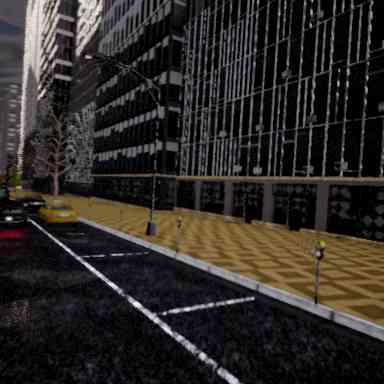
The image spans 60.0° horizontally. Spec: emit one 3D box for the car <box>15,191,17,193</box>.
[{"bbox_3d":[-29.074,0.231,53.391,1.752,1.417,4.829,2,1,-32],"label":"car"}]

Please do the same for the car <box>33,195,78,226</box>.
[{"bbox_3d":[-8.142,1.171,20.056,1.752,1.417,4.829,2,1,-32],"label":"car"}]

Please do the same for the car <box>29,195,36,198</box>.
[{"bbox_3d":[-14.033,0.945,29.436,1.947,1.339,4.313,2,1,-32],"label":"car"}]

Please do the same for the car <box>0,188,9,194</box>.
[{"bbox_3d":[-40.948,-0.236,72.297,1.802,1.307,4.206,2,1,-32],"label":"car"}]

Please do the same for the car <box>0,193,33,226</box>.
[{"bbox_3d":[-10.443,1.032,18.810,1.837,1.490,4.892,3,0,-32],"label":"car"}]

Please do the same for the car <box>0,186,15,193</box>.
[{"bbox_3d":[-18.887,0.367,32.267,2.150,2.045,5.566,3,0,-32],"label":"car"}]
